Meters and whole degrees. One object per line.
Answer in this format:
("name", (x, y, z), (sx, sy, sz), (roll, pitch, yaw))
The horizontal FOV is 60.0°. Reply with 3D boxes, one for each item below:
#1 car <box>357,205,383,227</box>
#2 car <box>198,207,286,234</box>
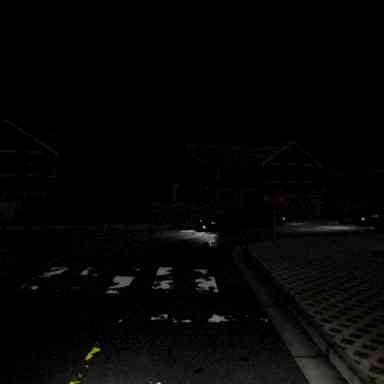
("car", (14.354, 1.670, 24.234), (4.902, 1.511, 2.128), (1, 0, -20))
("car", (3.066, 1.599, 19.769), (5.357, 1.411, 2.033), (1, 0, -27))
